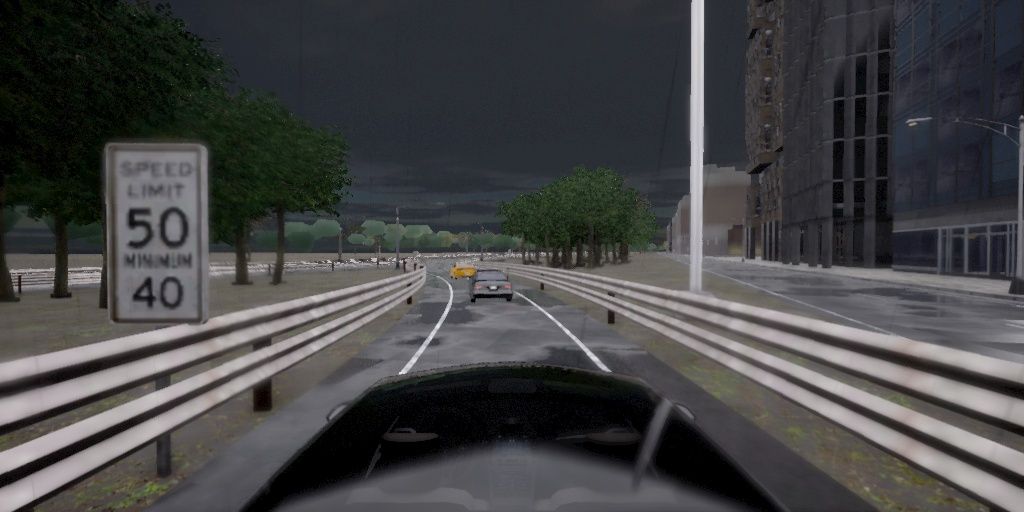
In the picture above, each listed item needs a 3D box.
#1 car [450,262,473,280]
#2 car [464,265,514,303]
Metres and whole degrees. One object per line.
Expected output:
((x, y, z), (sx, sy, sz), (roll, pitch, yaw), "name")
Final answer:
((-4.388, 1.296, 32.080), (1.882, 1.535, 5.008), (0, 0, -16), "car")
((-1.105, 1.333, 16.949), (2.033, 1.411, 5.357), (0, 0, -8), "car")
